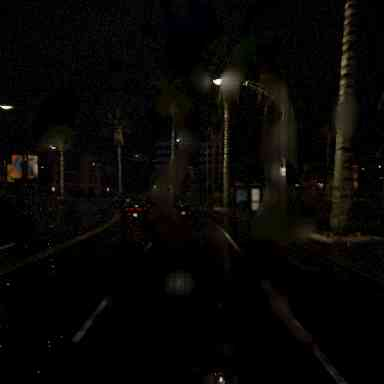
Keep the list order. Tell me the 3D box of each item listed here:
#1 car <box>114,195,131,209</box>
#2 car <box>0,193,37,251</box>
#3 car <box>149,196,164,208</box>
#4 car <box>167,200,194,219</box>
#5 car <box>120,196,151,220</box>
[{"bbox_3d":[-8.525,1.140,41.891,2.097,1.767,4.553,0,0,-20],"label":"car"},{"bbox_3d":[-7.121,1.169,10.778,2.150,2.045,5.566,0,0,0],"label":"car"},{"bbox_3d":[-4.991,1.263,42.487,1.882,1.535,5.008,0,0,-19],"label":"car"},{"bbox_3d":[-0.952,1.389,26.992,1.812,1.442,4.674,0,0,-8],"label":"car"},{"bbox_3d":[-4.388,1.374,26.285,1.837,1.490,4.892,0,1,-7],"label":"car"}]
